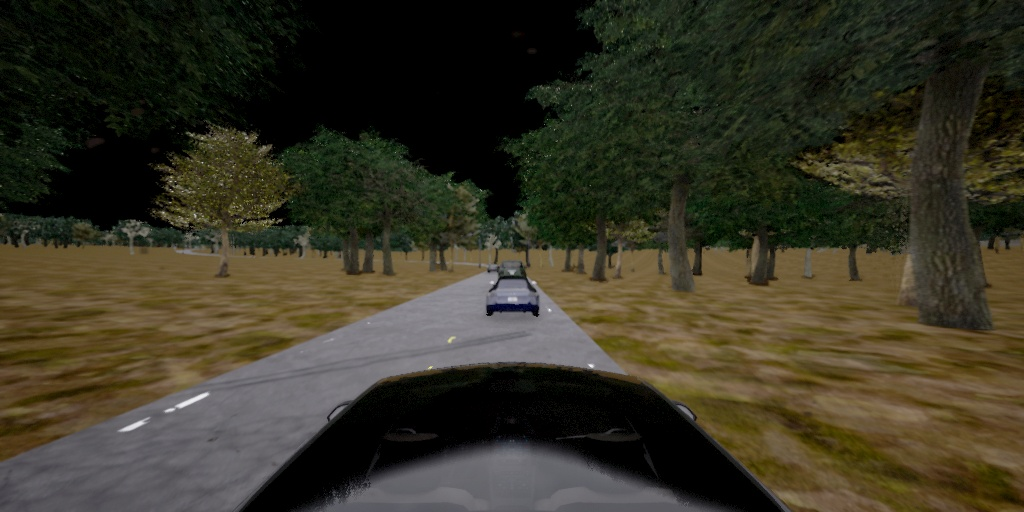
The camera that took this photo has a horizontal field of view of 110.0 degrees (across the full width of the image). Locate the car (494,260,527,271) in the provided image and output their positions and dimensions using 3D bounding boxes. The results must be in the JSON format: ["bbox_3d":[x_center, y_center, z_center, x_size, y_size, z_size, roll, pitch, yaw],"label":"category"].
[{"bbox_3d":[0.021,1.343,28.042,2.150,2.045,5.566,0,-1,0],"label":"car"}]

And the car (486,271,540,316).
[{"bbox_3d":[0.041,1.479,14.294,1.994,1.385,4.181,0,-1,1],"label":"car"}]

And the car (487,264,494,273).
[{"bbox_3d":[-3.081,2.097,58.488,1.837,1.490,4.892,0,-1,0],"label":"car"}]
